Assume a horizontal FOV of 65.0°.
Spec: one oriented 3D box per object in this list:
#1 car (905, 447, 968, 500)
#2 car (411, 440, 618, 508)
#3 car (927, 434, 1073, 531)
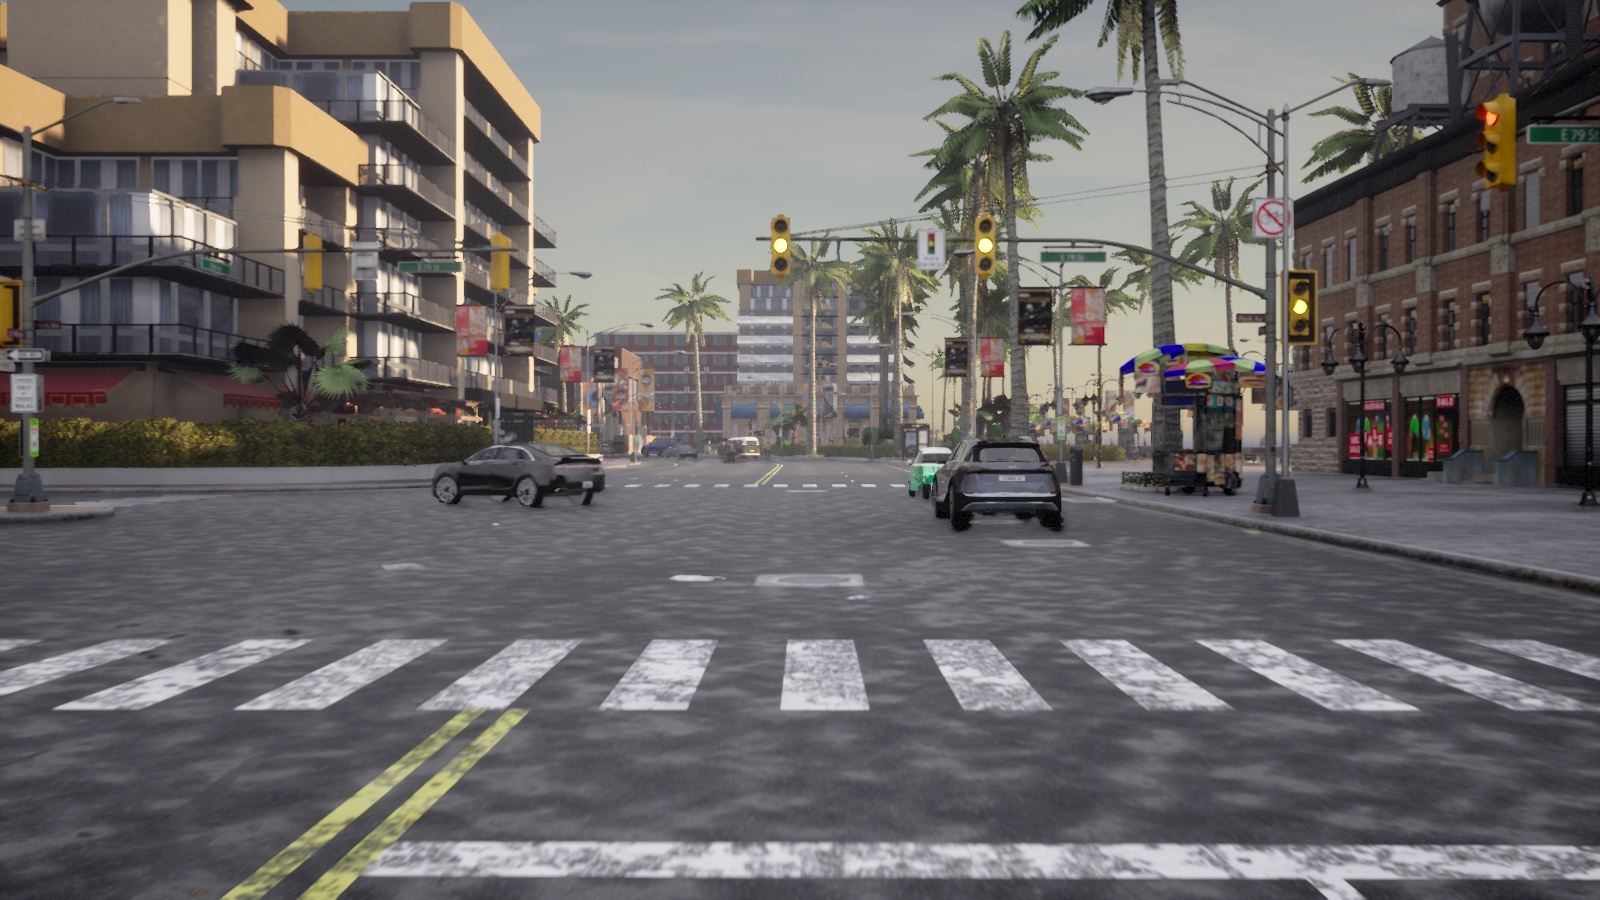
[{"bbox_3d":[3.710,0.611,34.342,1.481,1.376,2.207,0,1,0],"label":"car"},{"bbox_3d":[-6.896,0.527,30.140,4.902,1.511,2.128,0,0,36],"label":"car"},{"bbox_3d":[3.650,0.545,23.809,2.033,1.649,4.856,0,0,0],"label":"car"}]
